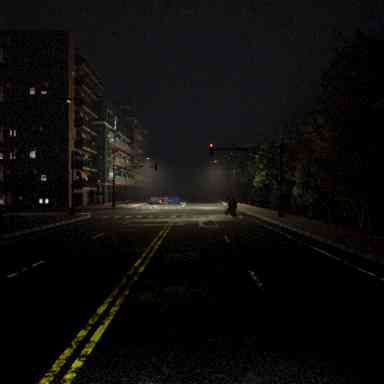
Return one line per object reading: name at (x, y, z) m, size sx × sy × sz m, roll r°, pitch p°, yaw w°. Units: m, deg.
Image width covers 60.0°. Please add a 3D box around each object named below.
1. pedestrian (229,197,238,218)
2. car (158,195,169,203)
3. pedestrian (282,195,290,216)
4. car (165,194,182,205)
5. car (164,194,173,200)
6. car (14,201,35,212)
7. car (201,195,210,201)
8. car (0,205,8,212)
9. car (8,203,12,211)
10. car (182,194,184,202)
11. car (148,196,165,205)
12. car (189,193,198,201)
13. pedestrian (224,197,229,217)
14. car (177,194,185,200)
pedestrian at (3.583, 1.301, 28.079) m, size 0.375 × 1.860 × 0.375 m, roll 0°, pitch 0°, yaw 0°
car at (-6.280, 1.514, 73.510) m, size 1.882 × 1.535 × 5.008 m, roll 0°, pitch 0°, yaw 0°
pedestrian at (8.055, 1.149, 28.762) m, size 0.375 × 1.860 × 0.375 m, roll 0°, pitch 0°, yaw 0°
car at (-3.156, 1.501, 58.214) m, size 1.882 × 1.535 × 5.008 m, roll 0°, pitch 0°, yaw 1°
car at (-6.231, 1.337, 89.453) m, size 2.128 × 1.511 × 4.902 m, roll 0°, pitch 0°, yaw 0°
car at (-22.659, 1.856, 43.273) m, size 4.206 × 1.307 × 1.802 m, roll -1°, pitch 1°, yaw -1°
car at (3.509, 1.540, 85.574) m, size 1.837 × 1.490 × 4.892 m, roll 0°, pitch 0°, yaw 0°
car at (-22.567, 1.595, 34.623) m, size 5.009 × 1.841 × 2.192 m, roll -1°, pitch 1°, yaw -1°
car at (-23.503, 1.781, 37.350) m, size 4.902 × 1.511 × 2.128 m, roll -1°, pitch 0°, yaw -1°
car at (-3.029, 1.561, 73.327) m, size 2.128 × 1.511 × 4.902 m, roll 0°, pitch 0°, yaw 0°
car at (-6.407, 1.570, 58.049) m, size 2.033 × 1.411 × 5.357 m, roll 0°, pitch 0°, yaw 0°
car at (0.258, 1.266, 85.615) m, size 2.150 × 2.045 × 5.566 m, roll 0°, pitch 0°, yaw 0°
pedestrian at (3.263, 1.301, 29.377) m, size 0.375 × 1.860 × 0.375 m, roll 0°, pitch 0°, yaw 0°
car at (-2.981, 1.341, 89.114) m, size 1.837 × 1.490 × 4.892 m, roll 0°, pitch 0°, yaw 0°
